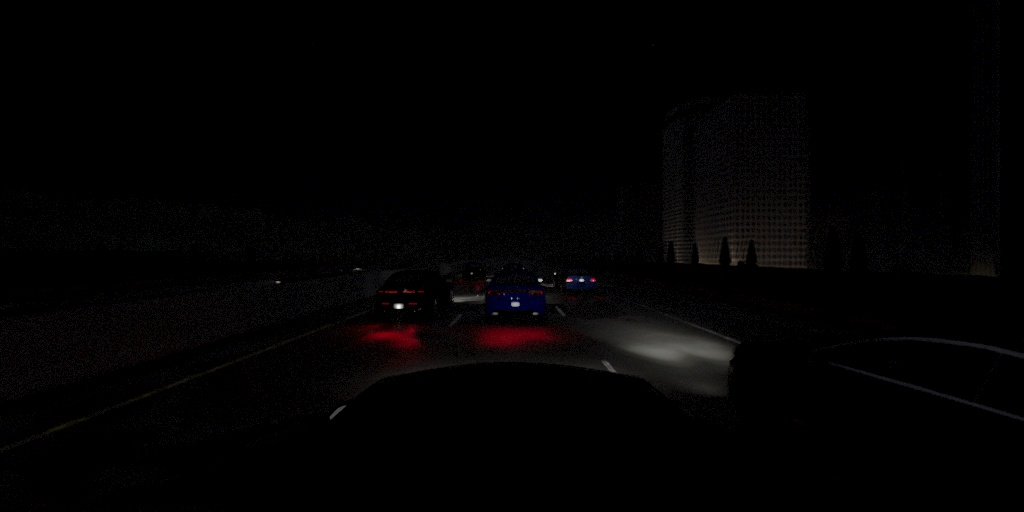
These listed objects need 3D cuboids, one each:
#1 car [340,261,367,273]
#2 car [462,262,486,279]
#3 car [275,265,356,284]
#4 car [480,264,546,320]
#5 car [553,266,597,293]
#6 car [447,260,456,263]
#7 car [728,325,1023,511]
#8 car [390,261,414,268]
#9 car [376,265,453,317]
[{"bbox_3d":[-17.573,1.276,39.380,2.128,1.511,4.902,0,0,0],"label":"car"},{"bbox_3d":[-3.415,1.301,32.710,1.812,1.442,4.674,0,0,0],"label":"car"},{"bbox_3d":[-10.597,1.362,19.465,1.895,1.301,4.718,0,0,0],"label":"car"},{"bbox_3d":[0.099,1.233,12.755,1.882,1.535,5.008,0,0,0],"label":"car"},{"bbox_3d":[3.599,1.310,21.046,2.033,1.411,5.357,0,0,0],"label":"car"},{"bbox_3d":[-10.553,1.411,63.856,1.994,1.385,4.181,0,0,-1],"label":"car"},{"bbox_3d":[3.599,1.241,2.506,2.128,1.511,4.902,0,0,0],"label":"car"},{"bbox_3d":[-14.034,1.339,46.353,2.033,1.411,5.357,0,0,0],"label":"car"},{"bbox_3d":[-3.401,1.260,13.186,1.837,1.490,4.892,0,0,0],"label":"car"}]
